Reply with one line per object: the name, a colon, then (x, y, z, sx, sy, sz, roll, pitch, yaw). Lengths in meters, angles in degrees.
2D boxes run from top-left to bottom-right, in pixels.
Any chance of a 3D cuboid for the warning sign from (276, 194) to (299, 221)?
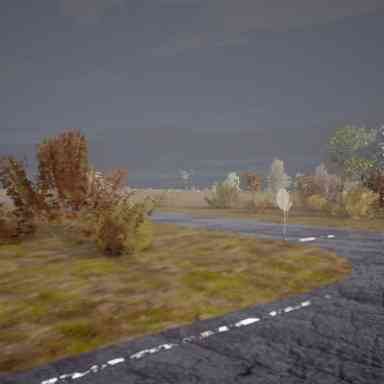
warning sign: (6.959, 1.099, 24.277, 1.300, 1.860, 1.060, 0, 0, -35)
